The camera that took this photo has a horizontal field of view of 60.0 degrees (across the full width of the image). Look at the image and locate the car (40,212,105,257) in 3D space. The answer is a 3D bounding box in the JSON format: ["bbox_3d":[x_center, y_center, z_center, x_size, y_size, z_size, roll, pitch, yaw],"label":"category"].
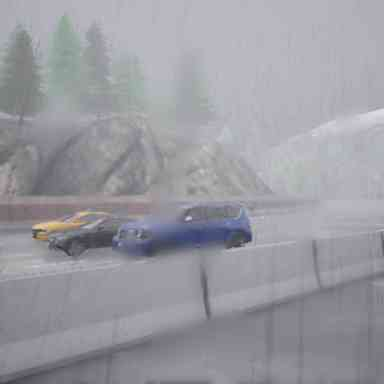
[{"bbox_3d":[-3.710,1.762,14.266,4.674,1.442,1.812,0,-1,-37],"label":"car"}]

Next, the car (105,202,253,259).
[{"bbox_3d":[-0.123,1.420,12.572,5.566,2.045,2.150,1,-1,-37],"label":"car"}]

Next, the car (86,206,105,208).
[{"bbox_3d":[-6.243,1.703,21.106,4.553,1.767,2.097,0,-1,-38],"label":"car"}]

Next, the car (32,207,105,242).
[{"bbox_3d":[-5.543,1.768,17.260,5.008,1.535,1.882,1,-1,-37],"label":"car"}]
